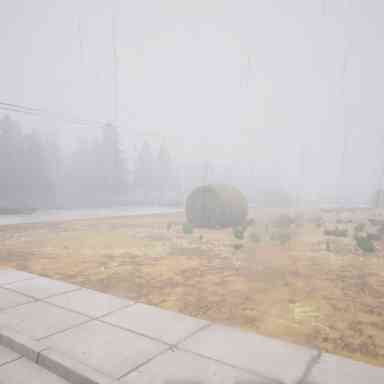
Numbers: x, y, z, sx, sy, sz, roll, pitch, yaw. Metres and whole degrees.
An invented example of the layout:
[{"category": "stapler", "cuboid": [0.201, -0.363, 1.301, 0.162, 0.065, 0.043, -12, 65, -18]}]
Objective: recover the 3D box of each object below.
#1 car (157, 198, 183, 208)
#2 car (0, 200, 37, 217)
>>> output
[{"category": "car", "cuboid": [-3.122, 1.590, 48.042, 1.994, 1.385, 4.181, 0, 0, 37]}, {"category": "car", "cuboid": [-16.526, 1.517, 29.996, 2.128, 1.511, 4.902, 0, 0, 37]}]
